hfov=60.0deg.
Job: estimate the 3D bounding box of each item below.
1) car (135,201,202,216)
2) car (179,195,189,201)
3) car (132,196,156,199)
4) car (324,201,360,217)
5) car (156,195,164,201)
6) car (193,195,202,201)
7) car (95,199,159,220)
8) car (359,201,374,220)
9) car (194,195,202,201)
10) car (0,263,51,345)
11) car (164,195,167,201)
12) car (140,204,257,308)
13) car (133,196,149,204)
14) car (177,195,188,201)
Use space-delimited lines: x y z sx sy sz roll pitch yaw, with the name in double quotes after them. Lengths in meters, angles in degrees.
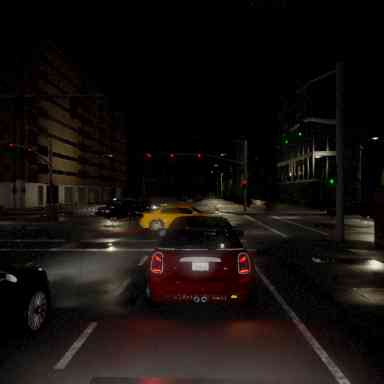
-0.528 1.503 19.604 5.008 1.535 1.882 0 0 1 "car"
-1.966 1.540 83.912 2.033 1.411 5.357 0 0 2 "car"
-6.636 1.564 46.114 1.994 1.385 4.181 0 0 1 "car"
14.502 1.547 29.998 4.902 1.511 2.128 0 0 1 "car"
-6.412 1.491 55.005 2.128 1.511 4.902 0 0 2 "car"
1.237 1.478 73.805 1.882 1.535 5.008 0 0 2 "car"
-5.697 1.573 28.730 2.033 1.411 5.357 0 0 37 "car"
16.690 1.603 26.451 5.357 1.411 2.033 0 0 1 "car"
1.536 1.478 83.960 1.882 1.535 5.008 0 0 2 "car"
-3.397 1.492 3.856 2.128 1.511 4.902 0 0 1 "car"
-6.077 1.352 64.809 2.097 1.767 4.553 0 0 2 "car"
0.218 1.352 8.085 2.097 1.767 4.553 0 0 2 "car"
-9.642 1.491 63.012 2.128 1.511 4.902 0 0 2 "car"
-2.262 1.524 73.826 2.128 1.511 4.902 0 0 2 "car"
